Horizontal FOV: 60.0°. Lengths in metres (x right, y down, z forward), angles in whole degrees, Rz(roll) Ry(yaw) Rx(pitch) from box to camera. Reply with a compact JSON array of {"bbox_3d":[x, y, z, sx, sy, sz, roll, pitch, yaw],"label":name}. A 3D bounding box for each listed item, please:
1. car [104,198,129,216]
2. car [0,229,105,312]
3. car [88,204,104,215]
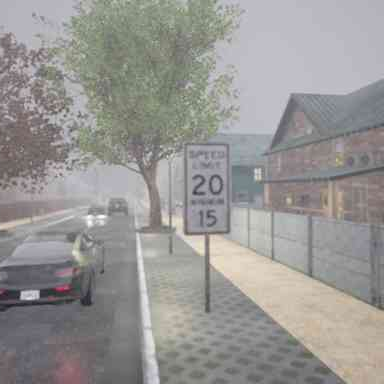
[{"bbox_3d":[-8.453,1.660,38.221,2.150,2.045,5.566,-1,-1,-10],"label":"car"},{"bbox_3d":[-3.150,1.610,7.914,1.812,1.442,4.674,-1,-1,-10],"label":"car"},{"bbox_3d":[-11.974,2.116,42.072,1.895,1.301,4.718,-1,-1,-10],"label":"car"}]
